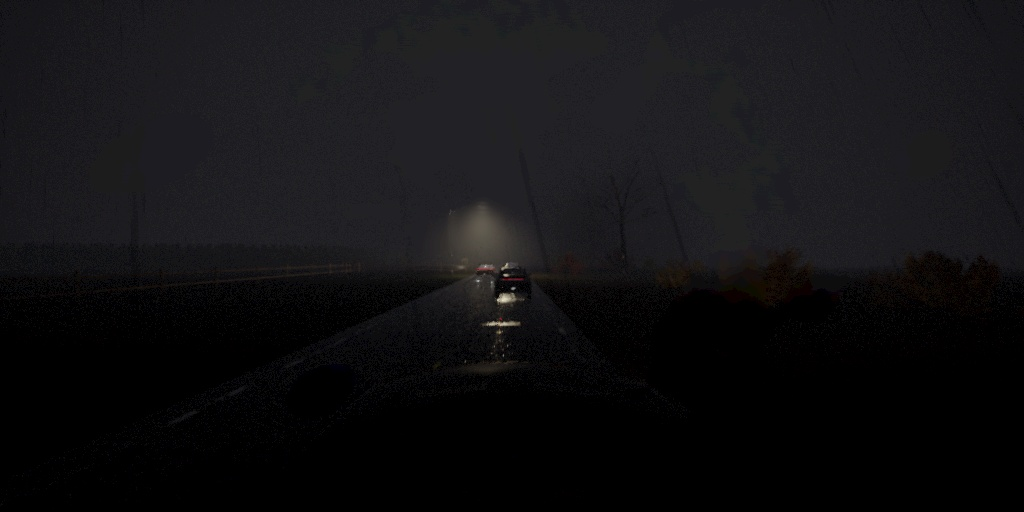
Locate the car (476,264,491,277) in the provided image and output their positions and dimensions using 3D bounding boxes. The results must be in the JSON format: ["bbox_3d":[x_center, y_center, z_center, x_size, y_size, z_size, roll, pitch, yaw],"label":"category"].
[{"bbox_3d":[-2.832,1.568,39.111,1.895,1.301,4.718,0,0,0],"label":"car"}]

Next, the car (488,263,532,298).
[{"bbox_3d":[0.053,1.339,19.318,2.128,1.511,4.902,0,0,0],"label":"car"}]
